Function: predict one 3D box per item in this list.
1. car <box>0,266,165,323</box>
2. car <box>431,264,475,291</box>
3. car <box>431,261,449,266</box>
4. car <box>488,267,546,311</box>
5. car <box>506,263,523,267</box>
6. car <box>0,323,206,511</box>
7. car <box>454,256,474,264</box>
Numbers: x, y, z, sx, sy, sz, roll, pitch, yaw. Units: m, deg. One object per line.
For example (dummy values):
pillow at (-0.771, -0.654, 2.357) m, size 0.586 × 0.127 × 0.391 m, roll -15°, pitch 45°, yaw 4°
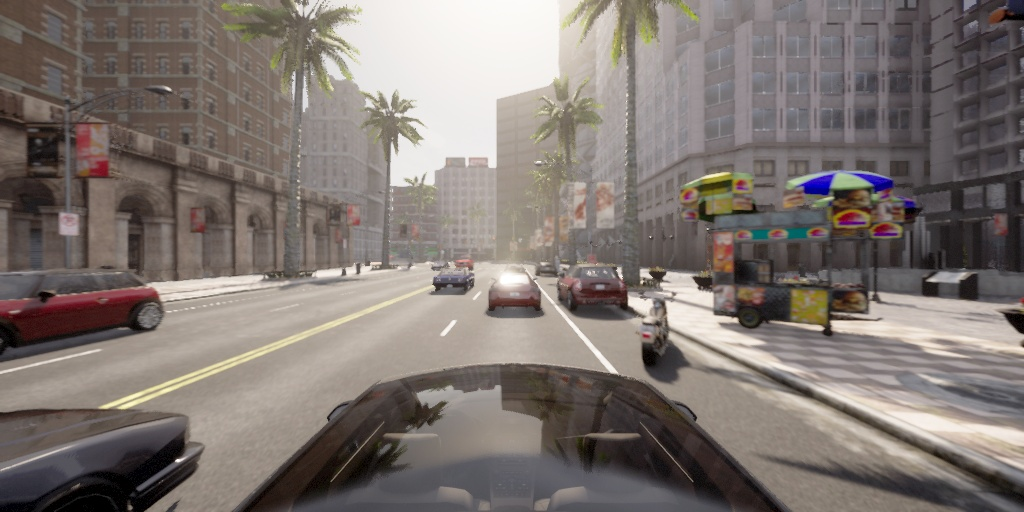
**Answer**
car at (-10.597, 1.100, 7.864) m, size 2.097 × 1.767 × 4.553 m, roll 0°, pitch 0°, yaw 0°
car at (-3.361, 1.347, 21.675) m, size 1.895 × 1.301 × 4.718 m, roll 0°, pitch 0°, yaw 1°
car at (-10.140, 1.356, 51.067) m, size 2.033 × 1.411 × 5.357 m, roll 0°, pitch 0°, yaw 1°
car at (0.100, 1.312, 14.514) m, size 1.994 × 1.385 × 4.181 m, roll 0°, pitch 0°, yaw 0°
car at (0.277, 1.345, 33.886) m, size 1.895 × 1.301 × 4.718 m, roll 0°, pitch 0°, yaw 1°
car at (-3.403, 1.298, 0.374) m, size 2.033 × 1.411 × 5.357 m, roll 0°, pitch 0°, yaw 0°
car at (-6.653, 0.964, 50.401) m, size 2.150 × 2.045 × 5.566 m, roll 0°, pitch 0°, yaw 1°
